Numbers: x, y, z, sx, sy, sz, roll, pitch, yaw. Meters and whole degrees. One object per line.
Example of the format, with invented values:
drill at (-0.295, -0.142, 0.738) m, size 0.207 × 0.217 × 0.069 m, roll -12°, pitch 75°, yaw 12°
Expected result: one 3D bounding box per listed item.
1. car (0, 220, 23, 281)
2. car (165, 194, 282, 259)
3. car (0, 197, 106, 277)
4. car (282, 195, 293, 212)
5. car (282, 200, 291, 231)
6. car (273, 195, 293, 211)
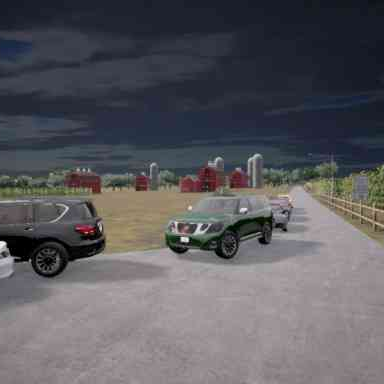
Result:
car at (-6.243, 1.611, 6.688) m, size 4.674 × 1.442 × 1.812 m, roll -2°, pitch 2°, yaw -37°
car at (1.316, 1.103, 12.648) m, size 2.150 × 2.045 × 5.566 m, roll 0°, pitch 0°, yaw 34°
car at (-5.351, 1.223, 9.583) m, size 5.566 × 2.045 × 2.150 m, roll -1°, pitch 1°, yaw -4°
car at (6.298, 1.225, 24.700) m, size 1.882 × 1.535 × 5.008 m, roll 0°, pitch 0°, yaw 18°
car at (4.440, 1.372, 18.969) m, size 1.994 × 1.385 × 4.181 m, roll 0°, pitch 0°, yaw 17°
car at (10.049, 1.095, 36.444) m, size 1.882 × 1.535 × 5.008 m, roll 0°, pitch 1°, yaw 18°
